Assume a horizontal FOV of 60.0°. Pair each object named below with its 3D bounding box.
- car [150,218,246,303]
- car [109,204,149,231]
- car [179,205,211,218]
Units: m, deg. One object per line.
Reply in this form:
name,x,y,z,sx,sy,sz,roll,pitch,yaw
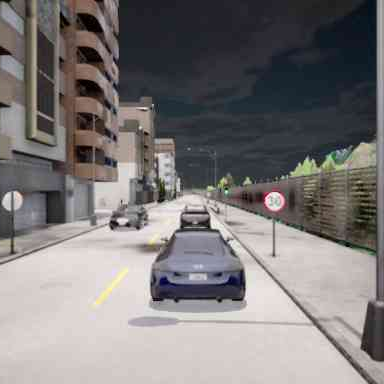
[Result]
car,0.132,1.590,8.335,1.994,1.385,4.181,0,0,0
car,-3.951,1.559,21.439,2.128,1.511,4.902,0,0,1
car,0.208,1.557,21.481,2.128,1.511,4.902,0,0,0
